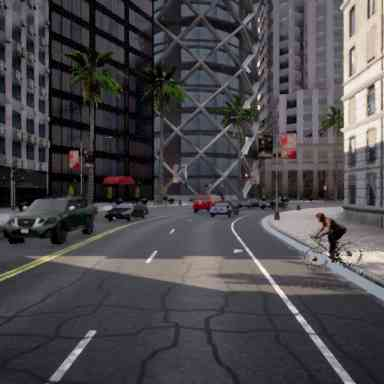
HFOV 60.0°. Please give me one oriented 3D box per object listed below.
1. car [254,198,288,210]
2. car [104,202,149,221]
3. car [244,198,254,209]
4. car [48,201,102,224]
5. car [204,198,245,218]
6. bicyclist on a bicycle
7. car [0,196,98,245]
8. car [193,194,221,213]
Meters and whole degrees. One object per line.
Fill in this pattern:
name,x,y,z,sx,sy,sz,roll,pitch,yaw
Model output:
car,10.586,1.545,43.220,2.033,1.411,5.357,0,0,41
car,-5.165,1.546,27.186,2.033,1.411,5.357,0,0,13
car,7.974,1.545,45.684,2.033,1.411,5.357,0,0,42
car,-8.926,1.524,25.833,1.812,1.442,4.674,0,0,11
car,3.111,1.545,30.651,2.033,1.411,5.357,0,0,20
bicyclist on a bicycle,3.885,1.373,9.373,1.656,1.620,0.582,-9,0,2
car,-6.497,1.223,15.981,2.150,2.045,5.566,0,0,3
car,2.039,1.221,36.584,2.150,2.045,5.566,0,0,26
